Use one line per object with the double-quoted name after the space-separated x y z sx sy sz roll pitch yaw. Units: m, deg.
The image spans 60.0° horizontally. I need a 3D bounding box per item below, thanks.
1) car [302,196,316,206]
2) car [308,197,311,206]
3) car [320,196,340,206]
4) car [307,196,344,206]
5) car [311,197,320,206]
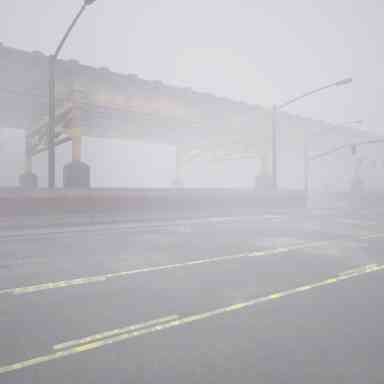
17.090 1.291 48.580 1.853 1.218 4.536 0 0 18 "car"
13.329 1.449 45.846 4.974 1.542 2.038 0 0 8 "car"
20.933 1.291 52.283 4.536 1.218 1.853 0 0 -7 "car"
20.985 1.449 52.290 4.974 1.542 2.038 0 0 -7 "car"
17.074 1.449 48.531 2.038 1.542 4.974 0 0 18 "car"
